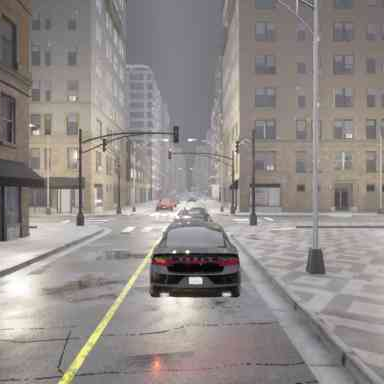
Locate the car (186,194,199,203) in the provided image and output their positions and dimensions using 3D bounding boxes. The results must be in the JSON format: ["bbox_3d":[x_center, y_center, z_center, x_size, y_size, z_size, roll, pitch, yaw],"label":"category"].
[{"bbox_3d":[-0.032,1.595,70.801,1.895,1.301,4.718,0,0,0],"label":"car"}]

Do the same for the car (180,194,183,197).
[{"bbox_3d":[-3.155,1.500,59.667,1.837,1.490,4.892,0,0,0],"label":"car"}]

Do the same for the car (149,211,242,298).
[{"bbox_3d":[0.063,1.477,8.582,1.882,1.535,5.008,0,0,0],"label":"car"}]

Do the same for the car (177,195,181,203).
[{"bbox_3d":[-3.139,1.543,49.492,2.033,1.411,5.357,0,0,0],"label":"car"}]

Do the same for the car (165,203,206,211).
[{"bbox_3d":[0.081,1.546,18.392,2.033,1.411,5.357,0,0,6],"label":"car"}]

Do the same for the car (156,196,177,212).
[{"bbox_3d":[-3.156,1.474,39.761,1.882,1.535,5.008,0,0,-1],"label":"car"}]
